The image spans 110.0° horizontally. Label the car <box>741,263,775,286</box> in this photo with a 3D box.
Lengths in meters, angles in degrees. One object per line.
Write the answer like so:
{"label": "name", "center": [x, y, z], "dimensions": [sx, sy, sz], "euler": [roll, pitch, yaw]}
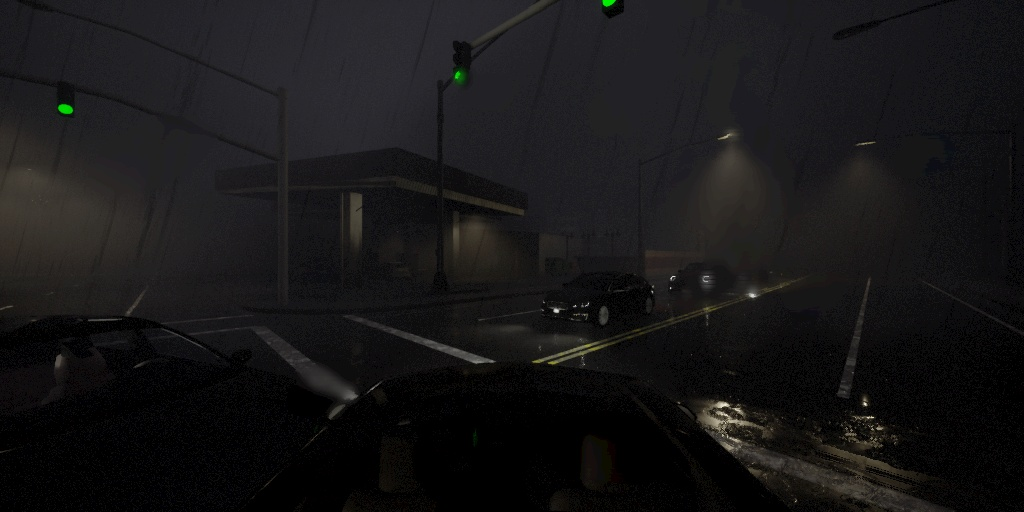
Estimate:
{"label": "car", "center": [16.753, 1.314, 25.256], "dimensions": [1.994, 1.385, 4.181], "euler": [0, 0, 44]}

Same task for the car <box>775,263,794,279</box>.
{"label": "car", "center": [23.916, 1.314, 32.280], "dimensions": [4.181, 1.385, 1.994], "euler": [0, 0, -44]}

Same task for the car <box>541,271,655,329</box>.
{"label": "car", "center": [2.930, 1.255, 11.557], "dimensions": [1.837, 1.490, 4.892], "euler": [0, 0, 45]}

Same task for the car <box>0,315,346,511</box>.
{"label": "car", "center": [-3.410, 1.242, 2.566], "dimensions": [4.902, 1.511, 2.128], "euler": [0, 0, 15]}

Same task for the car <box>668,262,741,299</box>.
{"label": "car", "center": [9.797, 1.102, 18.374], "dimensions": [4.553, 1.767, 2.097], "euler": [0, 0, -45]}
